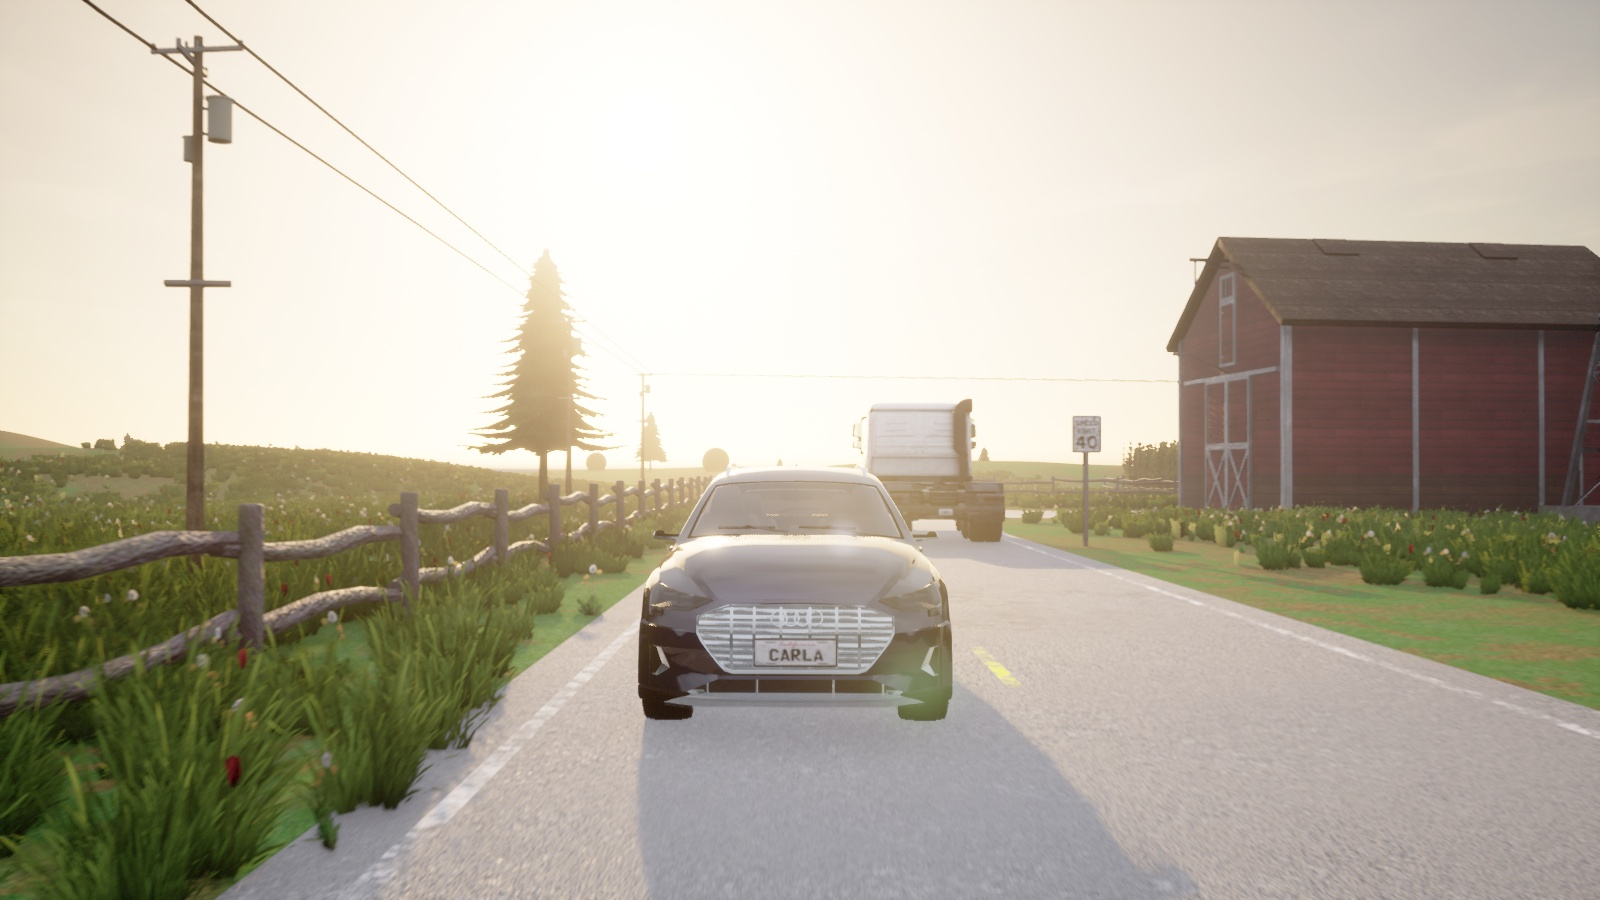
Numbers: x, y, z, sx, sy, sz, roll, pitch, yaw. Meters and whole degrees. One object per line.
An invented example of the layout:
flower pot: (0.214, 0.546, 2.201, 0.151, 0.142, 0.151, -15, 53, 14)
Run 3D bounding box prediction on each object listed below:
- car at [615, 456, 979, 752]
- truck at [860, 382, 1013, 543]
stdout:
car: (-0.024, 0.903, 9.476, 2.033, 1.649, 4.856, 0, -1, 0)
truck: (3.120, 0.339, 30.980, 2.891, 3.462, 7.936, 0, -1, 0)
